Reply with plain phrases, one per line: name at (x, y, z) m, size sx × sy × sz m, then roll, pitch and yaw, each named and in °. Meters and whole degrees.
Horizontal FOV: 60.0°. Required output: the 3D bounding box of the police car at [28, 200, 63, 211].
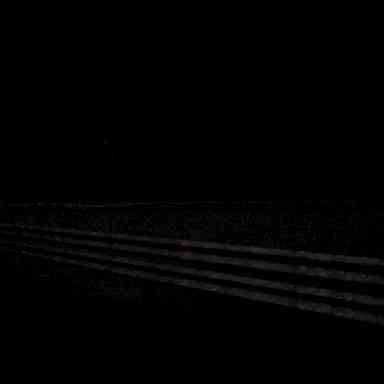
police car at (-22.263, 2.024, 50.486) m, size 5.238 × 1.638 × 1.930 m, roll -1°, pitch 0°, yaw 10°
